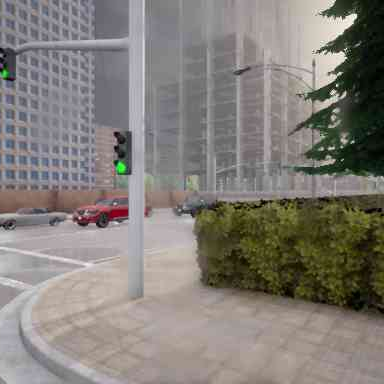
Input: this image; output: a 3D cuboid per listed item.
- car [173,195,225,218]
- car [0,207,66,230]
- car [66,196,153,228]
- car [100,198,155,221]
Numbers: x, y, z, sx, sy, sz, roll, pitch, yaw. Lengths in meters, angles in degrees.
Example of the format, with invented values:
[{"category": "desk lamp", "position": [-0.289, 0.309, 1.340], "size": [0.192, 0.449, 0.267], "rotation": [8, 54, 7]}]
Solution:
[{"category": "car", "position": [0.517, 1.277, 31.613], "size": [2.150, 2.045, 5.566], "rotation": [0, 0, 36]}, {"category": "car", "position": [-10.765, 1.656, 21.823], "size": [1.895, 1.301, 4.718], "rotation": [0, 0, 36]}, {"category": "car", "position": [-5.523, 1.277, 23.188], "size": [2.150, 2.045, 5.566], "rotation": [0, 0, 33]}, {"category": "car", "position": [-5.549, 1.407, 29.150], "size": [2.097, 1.767, 4.553], "rotation": [0, 0, 36]}]
